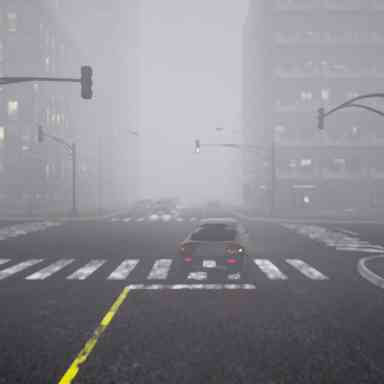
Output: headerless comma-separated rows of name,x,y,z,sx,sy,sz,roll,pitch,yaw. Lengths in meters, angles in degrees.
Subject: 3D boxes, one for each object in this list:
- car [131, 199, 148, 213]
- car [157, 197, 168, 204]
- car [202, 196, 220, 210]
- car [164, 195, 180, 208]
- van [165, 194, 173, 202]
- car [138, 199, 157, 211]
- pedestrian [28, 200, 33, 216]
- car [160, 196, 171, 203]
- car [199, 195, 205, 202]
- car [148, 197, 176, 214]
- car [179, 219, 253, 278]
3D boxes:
car,-5.704,1.557,37.157,1.752,1.417,4.829,-1,0,0
car,-5.705,1.640,65.599,1.802,1.307,4.206,-1,0,0
car,2.676,1.588,42.982,2.008,1.369,4.403,-1,0,0
car,-3.074,1.531,45.341,2.128,1.511,4.902,0,0,0
van,-5.710,1.415,82.564,1.690,1.788,3.998,-1,0,0
car,-5.704,1.603,42.981,1.947,1.339,4.313,-1,0,0
pedestrian,-12.549,1.231,25.849,0.375,1.300,0.375,0,0,1
car,-5.706,1.608,71.254,1.887,1.381,4.507,-1,0,0
car,2.672,1.509,76.910,1.967,1.590,4.097,-1,0,0
car,-3.093,1.577,35.390,2.033,1.411,5.357,0,0,0
car,0.840,1.534,10.139,1.812,1.442,4.674,0,0,11
